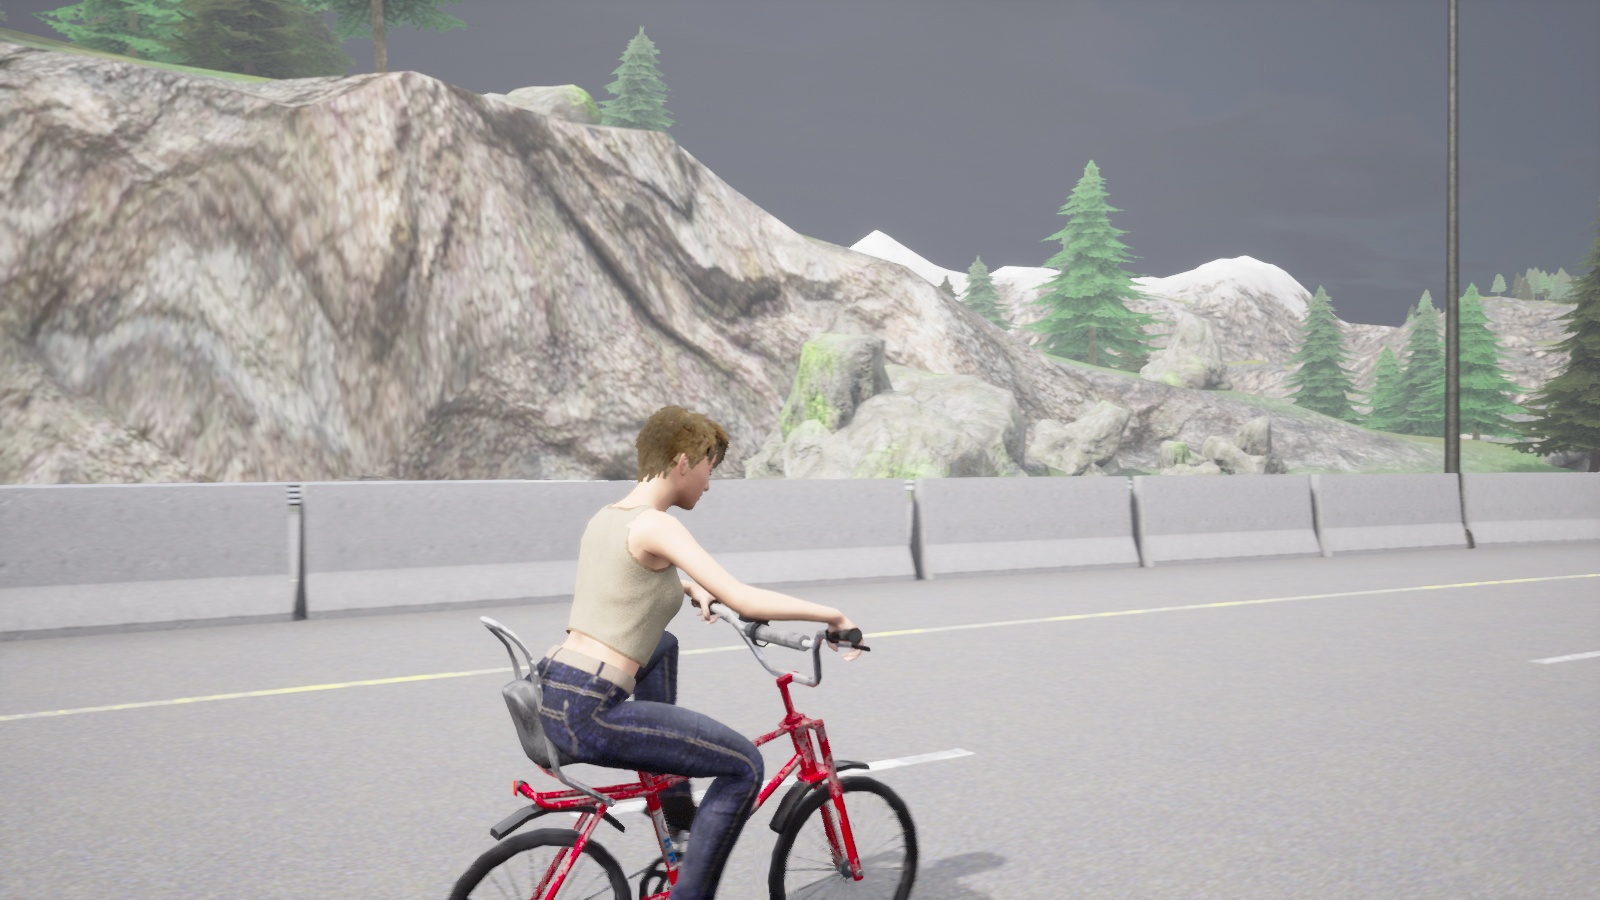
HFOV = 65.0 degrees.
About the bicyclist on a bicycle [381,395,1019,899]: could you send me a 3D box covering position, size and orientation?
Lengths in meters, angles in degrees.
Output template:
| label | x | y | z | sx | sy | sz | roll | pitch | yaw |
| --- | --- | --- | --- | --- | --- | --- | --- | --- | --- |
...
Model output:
| label | x | y | z | sx | sy | sz | roll | pitch | yaw |
| --- | --- | --- | --- | --- | --- | --- | --- | --- | --- |
| bicyclist on a bicycle | -0.262 | 0.689 | 3.436 | 1.509 | 1.612 | 0.866 | 0 | 0 | -33 |
